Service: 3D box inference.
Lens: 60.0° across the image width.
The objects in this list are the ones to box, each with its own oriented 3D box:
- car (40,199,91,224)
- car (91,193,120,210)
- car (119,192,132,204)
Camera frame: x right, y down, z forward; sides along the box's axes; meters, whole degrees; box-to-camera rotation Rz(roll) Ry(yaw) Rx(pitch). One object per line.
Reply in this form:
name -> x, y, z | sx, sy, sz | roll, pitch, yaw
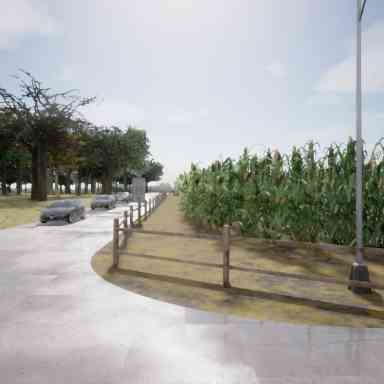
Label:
car -> -8.656, 1.262, 22.670 | 1.837, 1.490, 4.892 | 1, 1, -2
car -> -9.144, 1.059, 34.506 | 1.837, 1.490, 4.892 | 1, 1, -2
car -> -9.610, 0.777, 46.715 | 2.128, 1.511, 4.902 | 1, 1, -2
